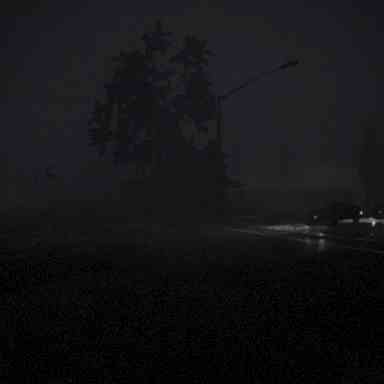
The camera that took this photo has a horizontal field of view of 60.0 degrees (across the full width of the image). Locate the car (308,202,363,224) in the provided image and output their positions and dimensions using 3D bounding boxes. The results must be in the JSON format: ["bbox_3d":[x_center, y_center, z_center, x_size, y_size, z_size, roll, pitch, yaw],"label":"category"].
[{"bbox_3d":[10.493,1.475,24.280,4.902,1.511,2.128,0,0,-35],"label":"car"}]

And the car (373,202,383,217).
[{"bbox_3d":[18.002,1.462,29.634,4.902,1.511,2.128,0,0,-35],"label":"car"}]
